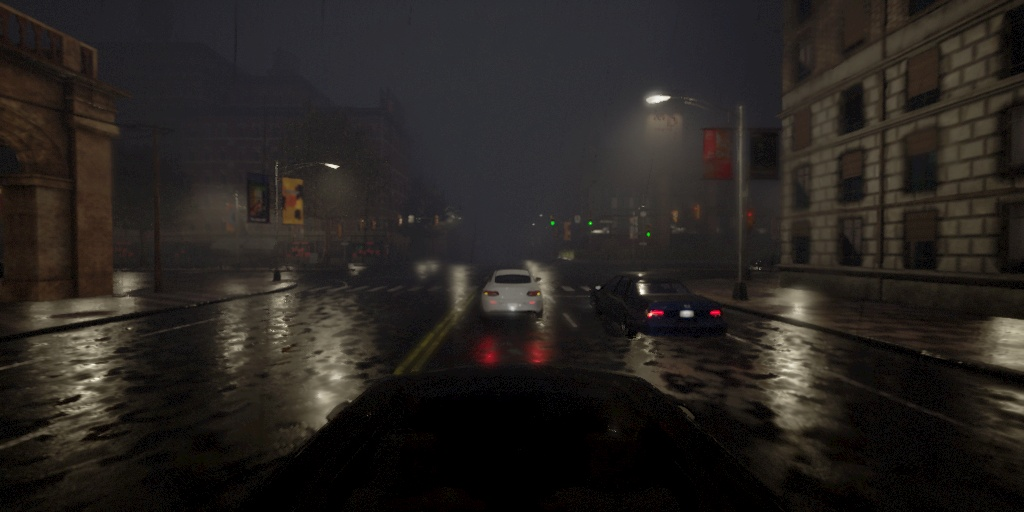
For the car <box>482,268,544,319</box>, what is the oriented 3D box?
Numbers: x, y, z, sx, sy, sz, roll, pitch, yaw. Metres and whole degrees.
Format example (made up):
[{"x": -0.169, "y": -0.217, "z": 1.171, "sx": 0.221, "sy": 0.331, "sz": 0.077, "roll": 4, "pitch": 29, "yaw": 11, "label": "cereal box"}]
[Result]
[{"x": 0.019, "y": 1.132, "z": 11.924, "sx": 1.812, "sy": 1.442, "sz": 4.674, "roll": 0, "pitch": 1, "yaw": 0, "label": "car"}]

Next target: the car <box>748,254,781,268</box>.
[{"x": 29.637, "y": 0.545, "z": 41.032, "sx": 4.553, "sy": 1.767, "sz": 2.097, "roll": 0, "pitch": 1, "yaw": 0, "label": "car"}]

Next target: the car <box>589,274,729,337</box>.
[{"x": 3.527, "y": 1.184, "z": 9.755, "sx": 2.033, "sy": 1.411, "sz": 5.357, "roll": 0, "pitch": 1, "yaw": 0, "label": "car"}]

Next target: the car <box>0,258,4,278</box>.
[{"x": -40.341, "y": 0.896, "z": 29.305, "sx": 4.674, "sy": 1.442, "sz": 1.812, "roll": 0, "pitch": 1, "yaw": 0, "label": "car"}]
